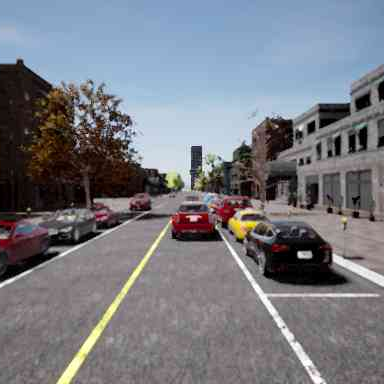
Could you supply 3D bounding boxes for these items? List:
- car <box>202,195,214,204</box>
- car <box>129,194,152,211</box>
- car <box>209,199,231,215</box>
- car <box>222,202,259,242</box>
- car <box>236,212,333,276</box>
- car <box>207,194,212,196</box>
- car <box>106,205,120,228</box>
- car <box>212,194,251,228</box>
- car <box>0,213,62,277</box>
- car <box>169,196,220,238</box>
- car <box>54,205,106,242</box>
[{"bbox_3d":[2.622,1.217,54.523,1.752,1.417,4.829,-1,0,0],"label":"car"},{"bbox_3d":[-5.740,1.106,37.695,2.192,1.841,5.009,-1,0,0],"label":"car"},{"bbox_3d":[2.650,1.400,32.161,1.802,1.307,4.206,-1,0,0],"label":"car"},{"bbox_3d":[2.671,1.436,15.685,1.752,1.417,4.829,-1,0,0],"label":"car"},{"bbox_3d":[2.677,1.508,9.968,1.947,1.339,4.313,-1,0,0],"label":"car"},{"bbox_3d":[2.643,1.311,37.879,1.752,1.417,4.829,-1,0,0],"label":"car"},{"bbox_3d":[-5.717,1.467,21.052,1.802,1.307,4.206,-1,0,0],"label":"car"},{"bbox_3d":[2.661,1.195,21.063,2.192,1.841,5.009,-1,0,0],"label":"car"},{"bbox_3d":[-5.703,1.529,9.955,1.802,1.307,4.206,-1,0,0],"label":"car"},{"bbox_3d":[0.072,1.254,17.152,2.097,1.767,4.553,0,0,0],"label":"car"},{"bbox_3d":[-5.711,1.467,15.503,2.008,1.369,4.403,-1,0,0],"label":"car"}]
